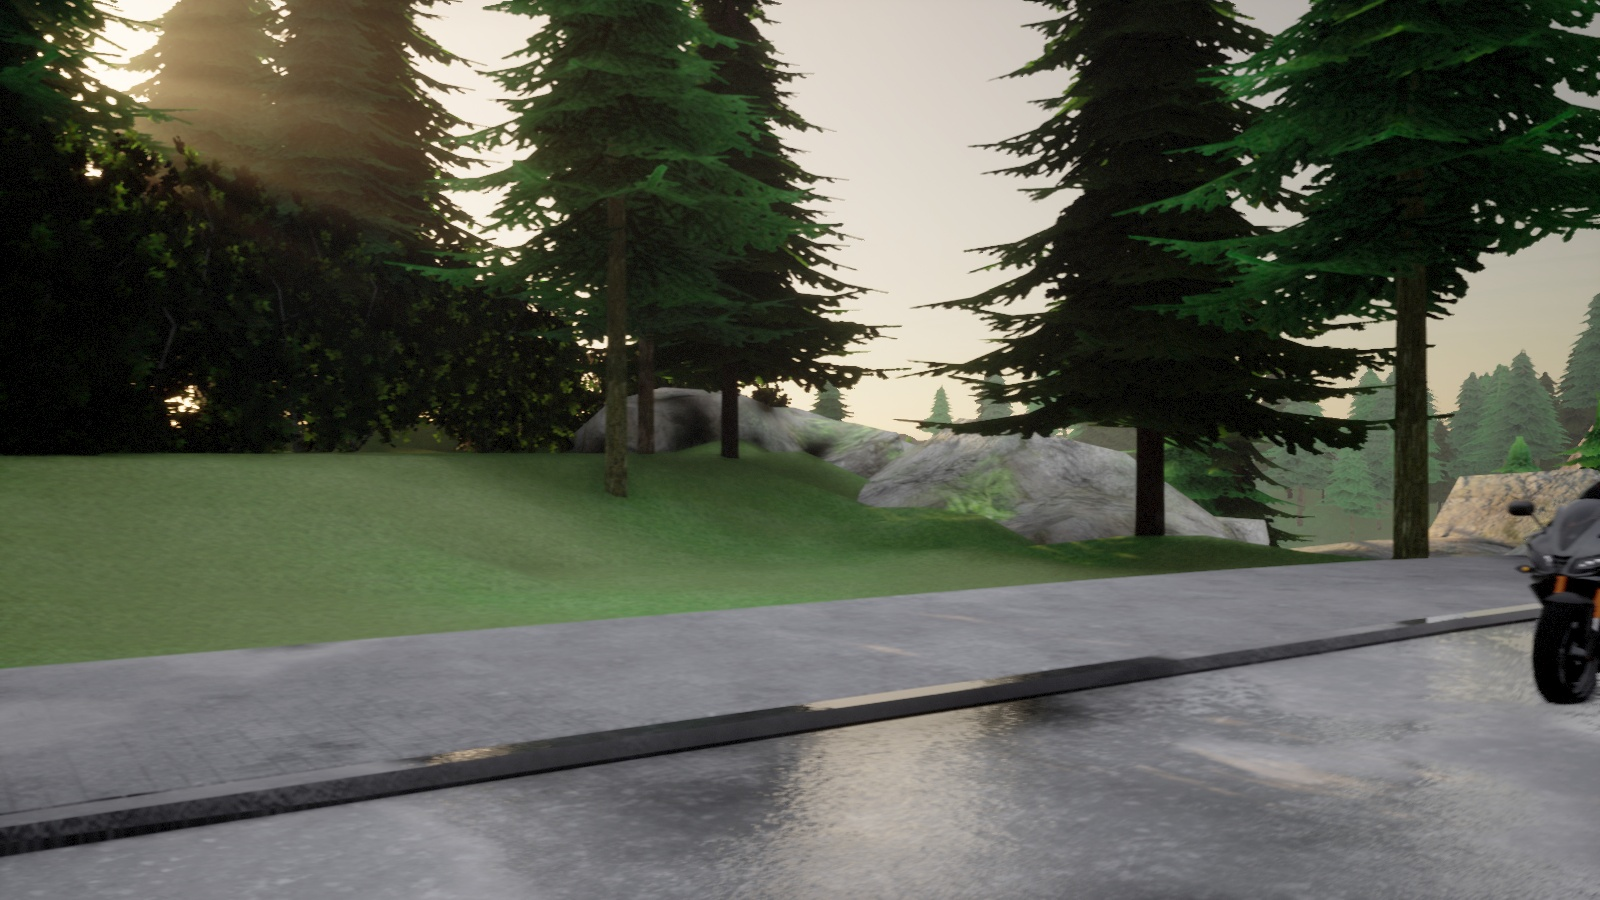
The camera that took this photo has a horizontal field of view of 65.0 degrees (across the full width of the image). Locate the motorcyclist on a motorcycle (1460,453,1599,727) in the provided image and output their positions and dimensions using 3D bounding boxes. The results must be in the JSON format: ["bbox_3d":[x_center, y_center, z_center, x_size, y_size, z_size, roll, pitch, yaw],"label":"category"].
[{"bbox_3d":[5.202,0.788,7.958,2.191,1.530,0.866,0,0,-34],"label":"motorcyclist on a motorcycle"}]
